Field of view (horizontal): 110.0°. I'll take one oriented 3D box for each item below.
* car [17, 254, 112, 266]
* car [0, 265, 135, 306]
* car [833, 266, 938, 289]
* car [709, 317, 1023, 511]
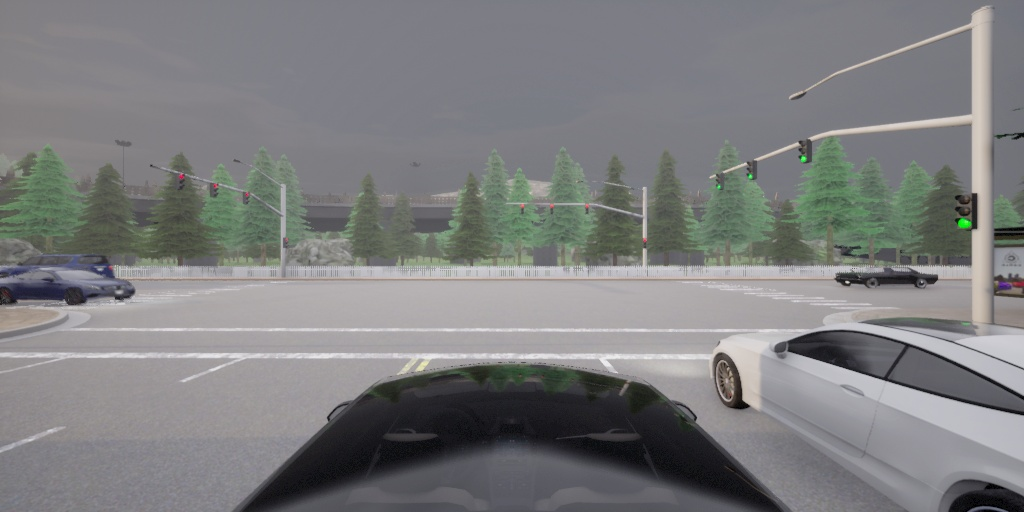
[{"bbox_3d":[-28.079,0.920,22.130,5.566,2.045,2.150,0,0,0],"label":"car"},{"bbox_3d":[-18.414,1.223,14.768,4.674,1.442,1.812,0,0,2],"label":"car"},{"bbox_3d":[22.865,1.300,22.071,4.718,1.301,1.895,0,0,0],"label":"car"},{"bbox_3d":[3.657,1.276,3.168,1.812,1.442,4.674,0,0,2],"label":"car"}]
